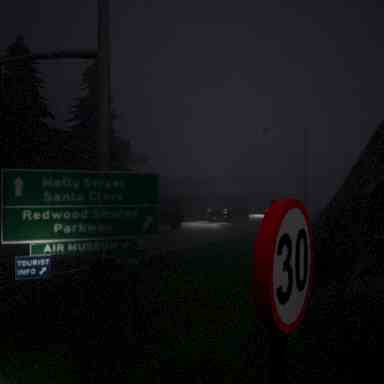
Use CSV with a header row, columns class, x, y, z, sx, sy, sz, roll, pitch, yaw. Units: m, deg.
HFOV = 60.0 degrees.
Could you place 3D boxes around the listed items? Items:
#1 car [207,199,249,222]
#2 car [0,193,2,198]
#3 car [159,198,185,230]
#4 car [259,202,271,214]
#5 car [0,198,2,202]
class,x,y,z,sx,sy,sz,roll,pitch,yaw
car,3.182,1.544,28.906,2.097,1.767,4.553,0,0,36
car,-38.597,1.489,70.013,4.514,1.523,2.007,0,0,35
car,-2.706,1.414,20.812,2.150,2.045,5.566,0,0,36
car,9.053,1.755,36.963,1.994,1.385,4.181,0,0,36
car,-12.393,1.504,26.071,1.905,1.878,3.866,0,0,35
